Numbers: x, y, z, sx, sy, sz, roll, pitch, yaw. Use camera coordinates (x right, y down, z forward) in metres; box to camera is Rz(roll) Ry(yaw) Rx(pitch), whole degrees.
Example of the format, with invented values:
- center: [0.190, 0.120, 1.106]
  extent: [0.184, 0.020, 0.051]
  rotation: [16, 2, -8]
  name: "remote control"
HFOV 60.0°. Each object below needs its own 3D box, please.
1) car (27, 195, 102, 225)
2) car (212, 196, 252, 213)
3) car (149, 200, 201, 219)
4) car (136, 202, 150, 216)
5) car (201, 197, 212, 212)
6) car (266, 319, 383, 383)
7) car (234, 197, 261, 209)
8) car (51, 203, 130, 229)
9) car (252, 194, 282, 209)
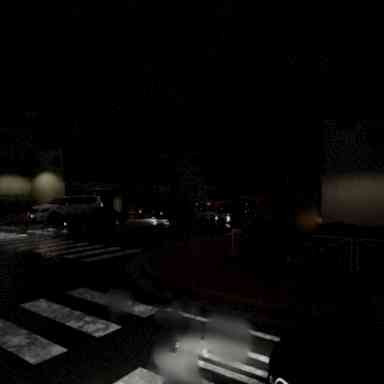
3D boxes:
- center: [-9.132, 1.278, 24.590]
  extent: [2.150, 2.045, 5.566]
  rotation: [0, 0, 36]
  name: "car"
- center: [4.571, 1.552, 37.718]
  extent: [1.837, 1.490, 4.892]
  rotation: [0, 0, 35]
  name: "car"
- center: [-1.398, 1.611, 29.369]
  extent: [1.994, 1.385, 4.181]
  rotation: [0, 0, 35]
  name: "car"
- center: [-3.346, 1.548, 32.660]
  extent: [2.128, 1.511, 4.902]
  rotation: [0, 0, 36]
  name: "car"
- center: [2.384, 1.408, 40.680]
  extent: [2.097, 1.767, 4.553]
  rotation: [0, 0, 36]
  name: "car"
- center: [2.762, 1.523, 2.024]
  extent: [4.674, 1.442, 1.812]
  rotation: [0, 0, 35]
  name: "car"
- center: [8.223, 1.561, 48.792]
  extent: [1.837, 1.490, 4.892]
  rotation: [0, 0, 36]
  name: "car"
- center: [-6.508, 1.648, 22.208]
  extent: [1.895, 1.301, 4.718]
  rotation: [0, 0, 36]
  name: "car"
- center: [10.734, 1.268, 46.289]
  extent: [2.150, 2.045, 5.566]
  rotation: [0, 0, 36]
  name: "car"
